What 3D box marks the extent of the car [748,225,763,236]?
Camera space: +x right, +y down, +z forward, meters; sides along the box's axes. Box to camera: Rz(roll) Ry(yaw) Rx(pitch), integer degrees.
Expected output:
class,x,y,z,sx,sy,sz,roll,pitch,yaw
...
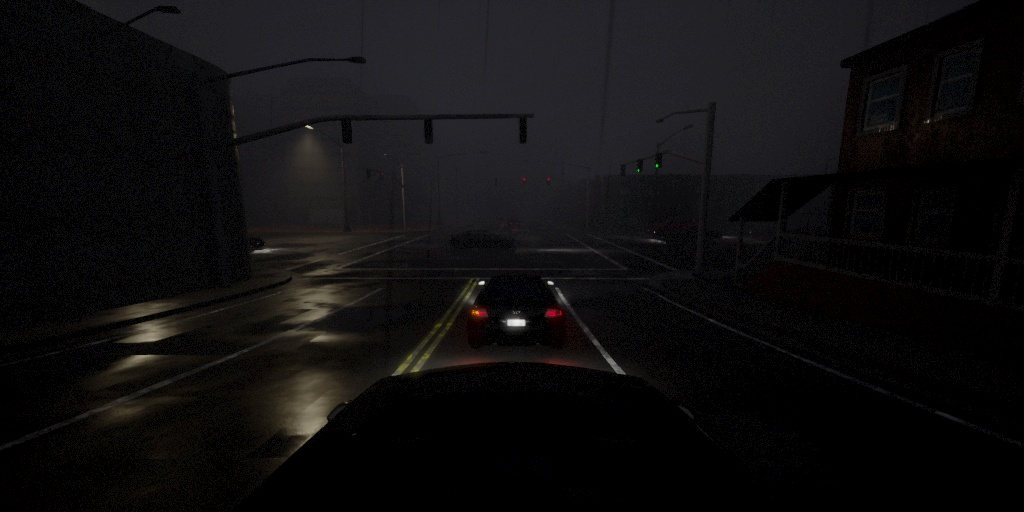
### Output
class,x,y,z,sx,sy,sz,roll,pitch,yaw
car,27.250,-2.732,37.218,4.902,1.511,2.128,0,8,1

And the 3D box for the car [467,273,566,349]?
class,x,y,z,sx,sy,sz,roll,pitch,yaw
car,0.100,1.092,8.671,1.994,1.385,4.181,0,3,0

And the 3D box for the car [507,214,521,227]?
class,x,y,z,sx,sy,sz,roll,pitch,yaw
car,0.299,-5.243,54.492,1.837,1.490,4.892,0,8,0

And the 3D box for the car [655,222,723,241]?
class,x,y,z,sx,sy,sz,roll,pitch,yaw
car,16.868,-2.173,33.845,5.357,1.411,2.033,0,8,0

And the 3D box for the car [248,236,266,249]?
class,x,y,z,sx,sy,sz,roll,pitch,yaw
car,-21.112,-1.126,26.993,4.181,1.385,1.994,0,8,0

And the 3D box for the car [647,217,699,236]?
class,x,y,z,sx,sy,sz,roll,pitch,yaw
car,17.004,-3.005,37.258,5.566,2.045,2.150,0,8,0

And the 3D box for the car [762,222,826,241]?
class,x,y,z,sx,sy,sz,roll,pitch,yaw
car,26.965,-2.237,33.757,5.008,1.535,1.882,0,8,0

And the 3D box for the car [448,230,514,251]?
class,x,y,z,sx,sy,sz,roll,pitch,yaw
car,-2.273,-1.189,26.849,4.902,1.511,2.128,0,8,0
